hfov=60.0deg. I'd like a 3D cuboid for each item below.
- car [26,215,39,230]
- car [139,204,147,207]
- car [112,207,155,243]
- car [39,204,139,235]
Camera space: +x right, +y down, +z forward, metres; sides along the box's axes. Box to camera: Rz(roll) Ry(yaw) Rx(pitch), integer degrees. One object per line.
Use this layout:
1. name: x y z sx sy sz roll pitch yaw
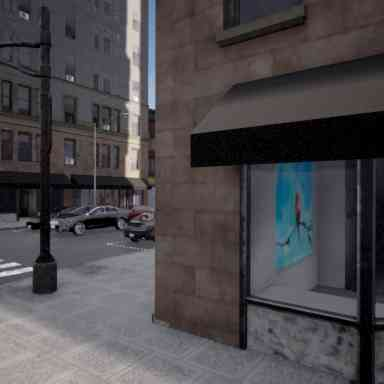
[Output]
1. car: -7.809 1.563 20.337 1.947 1.339 4.313 0 0 35
2. car: -4.520 1.583 24.970 1.802 1.307 4.206 0 0 35
3. car: -1.266 1.573 15.691 2.008 1.369 4.403 0 0 35
4. car: -5.680 1.497 18.953 2.128 1.511 4.902 0 0 35
